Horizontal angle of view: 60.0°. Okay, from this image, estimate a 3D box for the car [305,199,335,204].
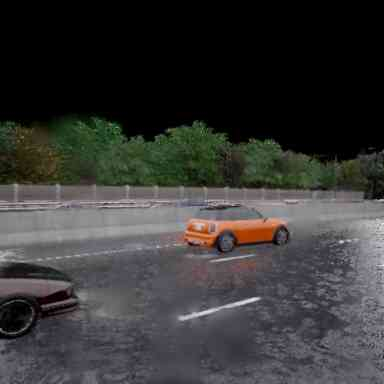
[{"bbox_3d":[15.658,1.596,40.889,4.553,1.767,2.097,1,-1,-35],"label":"car"}]

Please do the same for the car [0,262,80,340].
[{"bbox_3d":[-4.540,1.550,4.809,5.357,1.411,2.033,0,0,-35],"label":"car"}]

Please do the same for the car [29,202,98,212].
[{"bbox_3d":[-9.035,1.496,23.340,4.902,1.511,2.128,0,0,-35],"label":"car"}]

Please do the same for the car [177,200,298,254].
[{"bbox_3d":[1.975,1.362,13.752,4.553,1.767,2.097,0,0,-36],"label":"car"}]

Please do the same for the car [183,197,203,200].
[{"bbox_3d":[-0.405,1.432,38.090,4.553,1.767,2.097,1,0,-35],"label":"car"}]

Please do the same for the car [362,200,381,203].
[{"bbox_3d":[33.350,2.160,62.043,4.902,1.511,2.128,1,-1,-35],"label":"car"}]

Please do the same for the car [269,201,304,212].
[{"bbox_3d":[12.190,1.821,42.767,4.718,1.301,1.895,1,-1,-35],"label":"car"}]

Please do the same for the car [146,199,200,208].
[{"bbox_3d":[-2.202,1.498,23.915,5.008,1.535,1.882,0,0,-35],"label":"car"}]
